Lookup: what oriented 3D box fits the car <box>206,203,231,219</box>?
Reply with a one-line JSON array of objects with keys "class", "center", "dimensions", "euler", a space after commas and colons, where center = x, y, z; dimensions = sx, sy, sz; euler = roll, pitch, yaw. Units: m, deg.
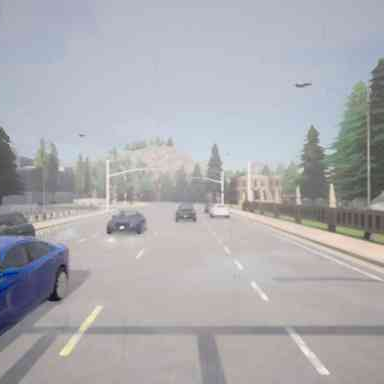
[{"class": "car", "center": [2.833, 1.978, 34.893], "dimensions": [1.812, 1.442, 4.674], "euler": [0, -1, -2]}]

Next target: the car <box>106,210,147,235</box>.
[{"class": "car", "center": [-3.980, 1.841, 20.793], "dimensions": [1.994, 1.385, 4.181], "euler": [0, -1, -1]}]

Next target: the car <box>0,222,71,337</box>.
[{"class": "car", "center": [-3.703, 1.558, 5.717], "dimensions": [1.882, 1.535, 5.008], "euler": [0, 0, -1]}]

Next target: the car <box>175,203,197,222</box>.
[{"class": "car", "center": [-0.564, 1.891, 30.503], "dimensions": [2.128, 1.511, 4.902], "euler": [0, -1, -1]}]

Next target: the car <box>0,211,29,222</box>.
[{"class": "car", "center": [-7.323, 1.512, 11.633], "dimensions": [2.097, 1.767, 4.553], "euler": [0, -1, -1]}]

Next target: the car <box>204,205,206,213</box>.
[{"class": "car", "center": [2.623, 2.125, 44.564], "dimensions": [2.033, 1.411, 5.357], "euler": [0, -1, -1]}]

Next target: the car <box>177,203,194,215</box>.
[{"class": "car", "center": [-0.822, 2.094, 41.869], "dimensions": [2.033, 1.411, 5.357], "euler": [0, -1, -1]}]
